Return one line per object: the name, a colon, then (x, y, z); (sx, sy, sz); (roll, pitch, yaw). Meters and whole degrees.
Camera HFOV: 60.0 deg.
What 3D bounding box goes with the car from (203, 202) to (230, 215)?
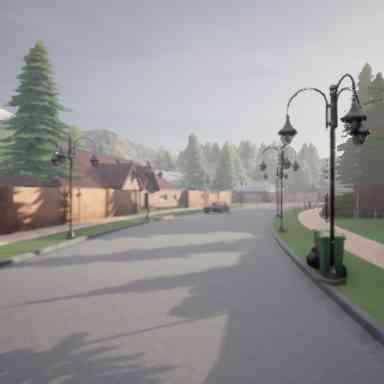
car: (2.722, 1.725, 35.999); (1.895, 1.301, 4.718); (0, 0, 20)
